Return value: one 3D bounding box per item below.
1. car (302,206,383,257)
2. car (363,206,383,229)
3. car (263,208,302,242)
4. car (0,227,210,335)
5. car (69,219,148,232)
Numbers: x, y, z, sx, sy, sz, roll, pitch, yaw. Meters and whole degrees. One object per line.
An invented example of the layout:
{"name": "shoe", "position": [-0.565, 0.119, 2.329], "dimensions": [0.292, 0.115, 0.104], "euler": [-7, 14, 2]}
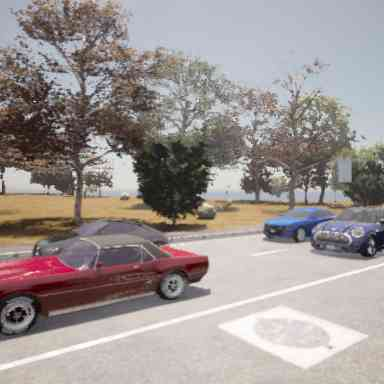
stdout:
{"name": "car", "position": [6.737, 1.390, 13.159], "dimensions": [4.553, 1.767, 2.097], "euler": [0, 0, -36]}
{"name": "car", "position": [13.697, 1.662, 22.643], "dimensions": [4.181, 1.385, 1.994], "euler": [0, 0, -36]}
{"name": "car", "position": [5.712, 1.525, 16.753], "dimensions": [5.008, 1.535, 1.882], "euler": [0, 0, -36]}
{"name": "car", "position": [-2.006, 1.612, 6.842], "dimensions": [4.718, 1.301, 1.895], "euler": [0, 0, -35]}
{"name": "car", "position": [-2.762, 1.581, 10.599], "dimensions": [4.181, 1.385, 1.994], "euler": [0, 0, -36]}
